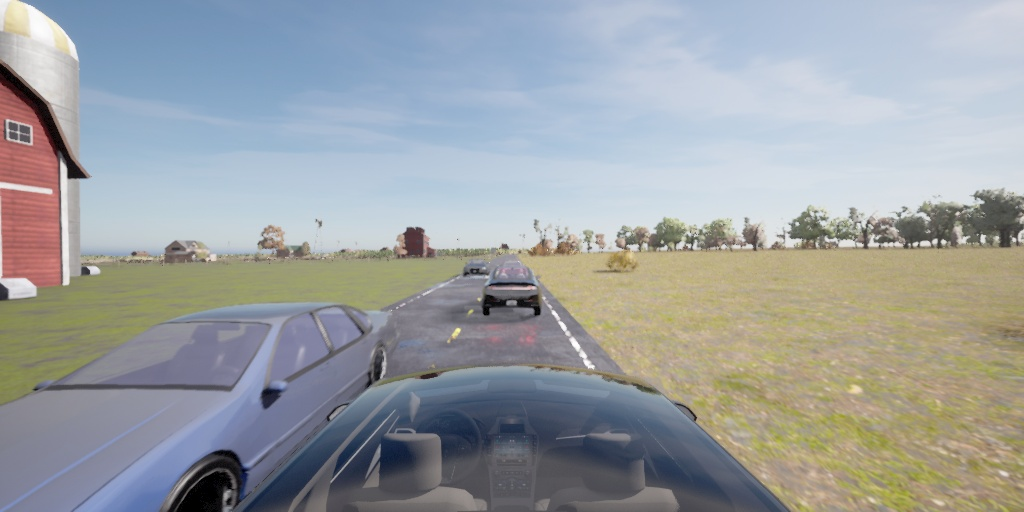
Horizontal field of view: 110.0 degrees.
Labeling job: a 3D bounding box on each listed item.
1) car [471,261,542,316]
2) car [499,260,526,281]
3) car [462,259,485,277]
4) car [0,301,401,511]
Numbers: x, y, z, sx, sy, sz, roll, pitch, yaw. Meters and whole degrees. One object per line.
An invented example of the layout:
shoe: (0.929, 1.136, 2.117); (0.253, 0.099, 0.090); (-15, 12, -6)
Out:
car: (0.011, 1.096, 12.586); (2.128, 1.511, 4.902); (0, 1, 1)
car: (0.053, 1.017, 26.820); (1.895, 1.301, 4.718); (0, 1, 0)
car: (-2.832, 0.949, 29.211); (1.994, 1.385, 4.181); (0, 1, 0)
car: (-2.837, 1.268, 3.929); (2.033, 1.411, 5.357); (0, 1, 0)
